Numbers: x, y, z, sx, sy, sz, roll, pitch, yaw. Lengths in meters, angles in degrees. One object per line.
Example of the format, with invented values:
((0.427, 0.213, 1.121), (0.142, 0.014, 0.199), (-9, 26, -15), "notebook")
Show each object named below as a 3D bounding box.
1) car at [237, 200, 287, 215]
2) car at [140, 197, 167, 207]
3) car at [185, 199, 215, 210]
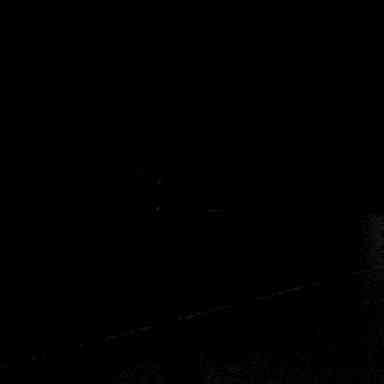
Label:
((7.124, 1.529, 34.474), (2.033, 1.411, 5.357), (0, 0, -38), "car")
((-6.045, 1.528, 51.089), (2.033, 1.411, 5.357), (0, 0, -38), "car")
((0.958, 1.546, 42.237), (1.994, 1.385, 4.181), (0, 0, -39), "car")
